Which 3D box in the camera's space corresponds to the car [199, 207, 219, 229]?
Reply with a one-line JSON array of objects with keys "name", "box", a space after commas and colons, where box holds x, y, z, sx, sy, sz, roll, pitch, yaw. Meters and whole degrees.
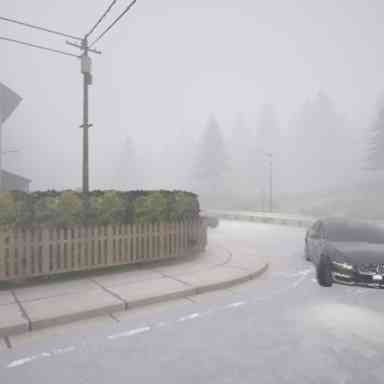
[{"name": "car", "box": [-0.298, 1.492, 21.331, 1.882, 1.535, 5.008, 0, 0, -35]}]

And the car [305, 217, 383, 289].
[{"name": "car", "box": [4.332, 1.516, 9.230, 1.837, 1.490, 4.892, 2, 0, 12]}]
